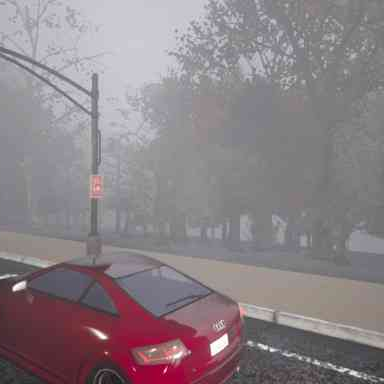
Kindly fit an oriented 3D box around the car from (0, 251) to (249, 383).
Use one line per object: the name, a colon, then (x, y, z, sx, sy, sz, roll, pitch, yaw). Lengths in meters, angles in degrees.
car: (-1.347, 1.563, 4.641, 4.181, 1.385, 1.994, 0, 0, 35)
